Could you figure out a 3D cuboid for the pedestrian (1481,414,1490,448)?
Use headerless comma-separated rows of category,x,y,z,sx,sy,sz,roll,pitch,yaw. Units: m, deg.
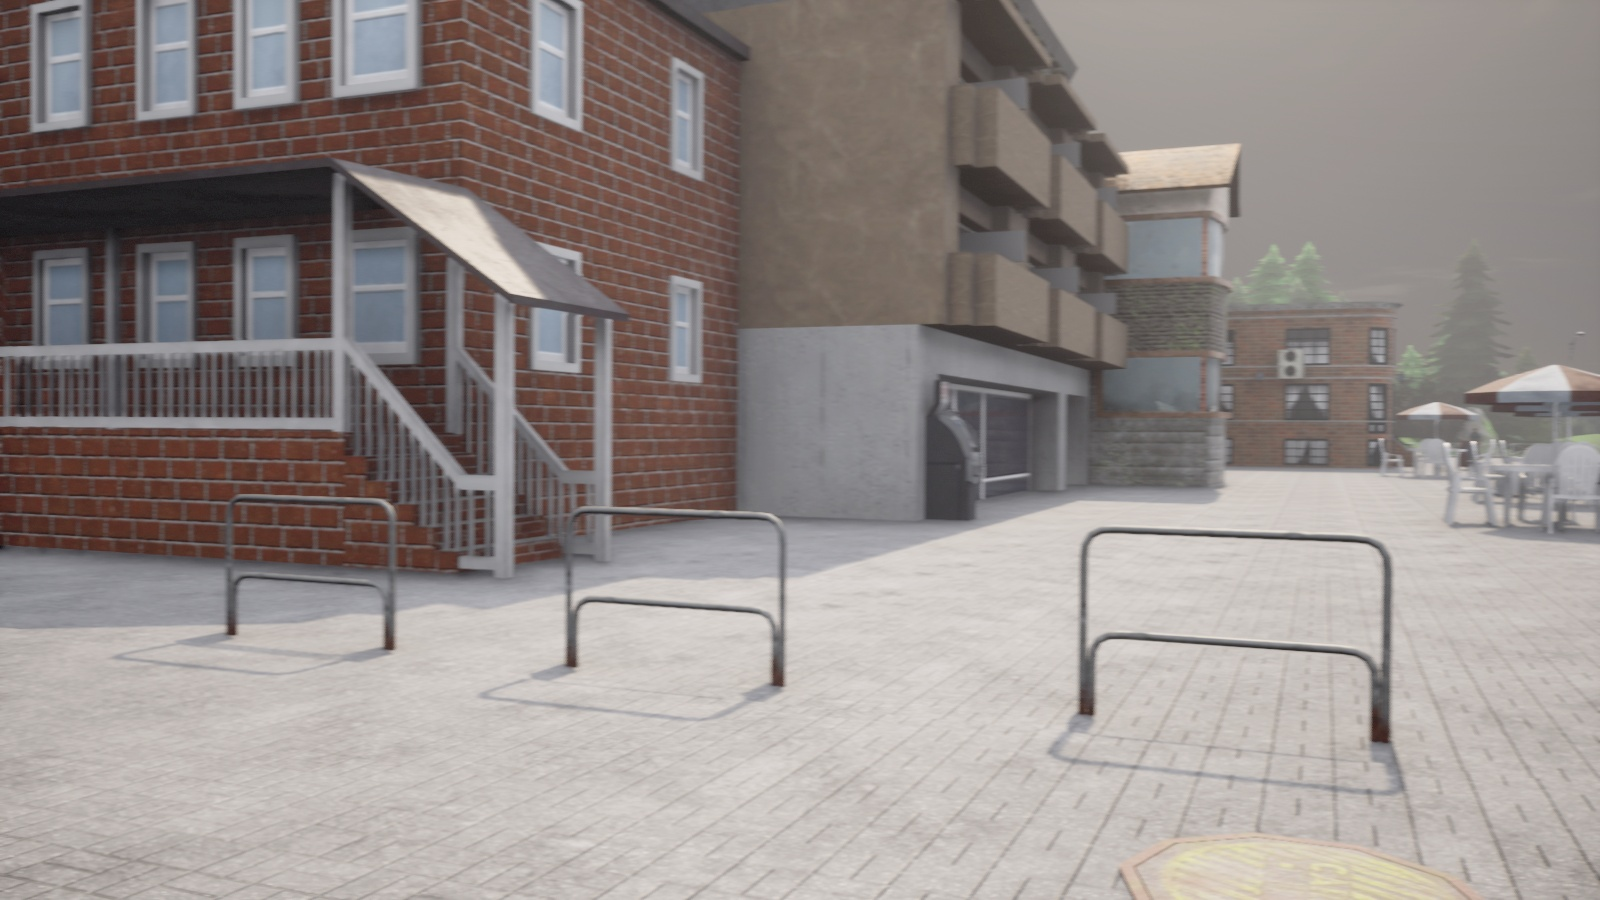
pedestrian,37.767,-1.034,69.222,0.353,1.847,0.614,0,1,22
